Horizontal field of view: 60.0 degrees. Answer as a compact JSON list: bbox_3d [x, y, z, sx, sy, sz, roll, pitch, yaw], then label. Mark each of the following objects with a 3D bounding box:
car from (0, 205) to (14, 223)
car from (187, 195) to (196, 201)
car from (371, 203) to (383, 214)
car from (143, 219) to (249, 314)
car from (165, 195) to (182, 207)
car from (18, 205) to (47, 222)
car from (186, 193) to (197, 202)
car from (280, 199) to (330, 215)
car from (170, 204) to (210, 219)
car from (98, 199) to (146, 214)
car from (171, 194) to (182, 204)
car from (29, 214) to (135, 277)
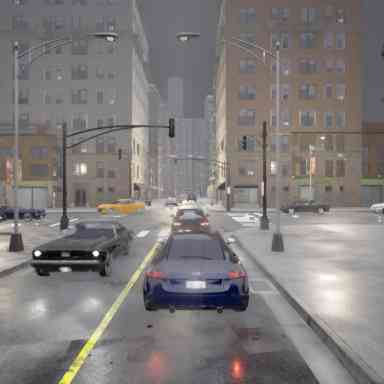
[{"bbox_3d":[-15.221,1.616,23.124,4.181,1.385,1.994,0,0,0],"label":"car"},{"bbox_3d":[-0.103,1.583,86.624,2.128,1.511,4.902,0,0,0],"label":"car"},{"bbox_3d":[20.423,1.438,33.289,4.674,1.442,1.812,0,0,-1],"label":"car"},{"bbox_3d":[0.084,1.564,7.725,1.994,1.385,4.181,0,0,0],"label":"car"},{"bbox_3d":[-3.093,1.571,51.458,2.033,1.411,5.357,0,0,0],"label":"car"},{"bbox_3d":[-14.150,1.648,26.379,4.718,1.301,1.895,0,0,0],"label":"car"},{"bbox_3d":[-0.070,1.274,76.236,2.150,2.045,5.566,0,0,0],"label":"car"},{"bbox_3d":[11.161,1.449,33.236,4.892,1.490,1.837,0,0,0],"label":"car"},{"bbox_3d":[-0.085,1.525,16.469,1.812,1.442,4.674,0,0,-1],"label":"car"},{"bbox_3d":[-7.050,1.494,33.796,5.008,1.535,1.882,0,2,-40],"label":"car"},{"bbox_3d":[-3.070,1.391,66.734,2.097,1.767,4.553,0,0,0],"label":"car"},{"bbox_3d":[-3.099,1.601,10.366,1.895,1.301,4.718,0,0,0],"label":"car"}]
